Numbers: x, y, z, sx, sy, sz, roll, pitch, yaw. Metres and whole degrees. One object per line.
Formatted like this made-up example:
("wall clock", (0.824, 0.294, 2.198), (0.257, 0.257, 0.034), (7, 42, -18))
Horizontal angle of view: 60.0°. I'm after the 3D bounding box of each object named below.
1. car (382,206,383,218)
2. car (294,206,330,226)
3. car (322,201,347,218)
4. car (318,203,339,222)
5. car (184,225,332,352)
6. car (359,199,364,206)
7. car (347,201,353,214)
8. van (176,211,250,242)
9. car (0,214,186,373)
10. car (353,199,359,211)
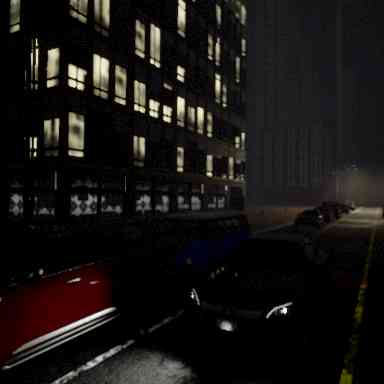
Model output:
("car", (16.771, 2.008, 27.062), (1.994, 1.385, 4.181), (0, -1, 29))
("car", (8.850, 1.961, 24.833), (1.802, 1.307, 4.206), (0, -1, 30))
("car", (14.463, 1.848, 34.725), (2.192, 1.841, 5.009), (0, -1, 30))
("car", (11.656, 2.001, 29.778), (1.887, 1.381, 4.507), (0, -1, 30))
("car", (1.626, 1.627, 6.655), (1.812, 1.442, 4.674), (0, -1, 29))
("car", (41.446, 2.750, 82.294), (1.887, 1.381, 4.507), (0, 0, 30))
("car", (20.073, 2.121, 44.615), (1.967, 1.590, 4.097), (0, -1, 30))
("van", (0.437, 1.482, 10.000), (1.690, 1.788, 3.998), (0, -1, 30))
("car", (-2.367, 1.375, 5.056), (2.192, 1.841, 5.009), (0, -1, 30))
("car", (25.683, 2.263, 54.506), (1.967, 1.590, 4.097), (0, -1, 30))
